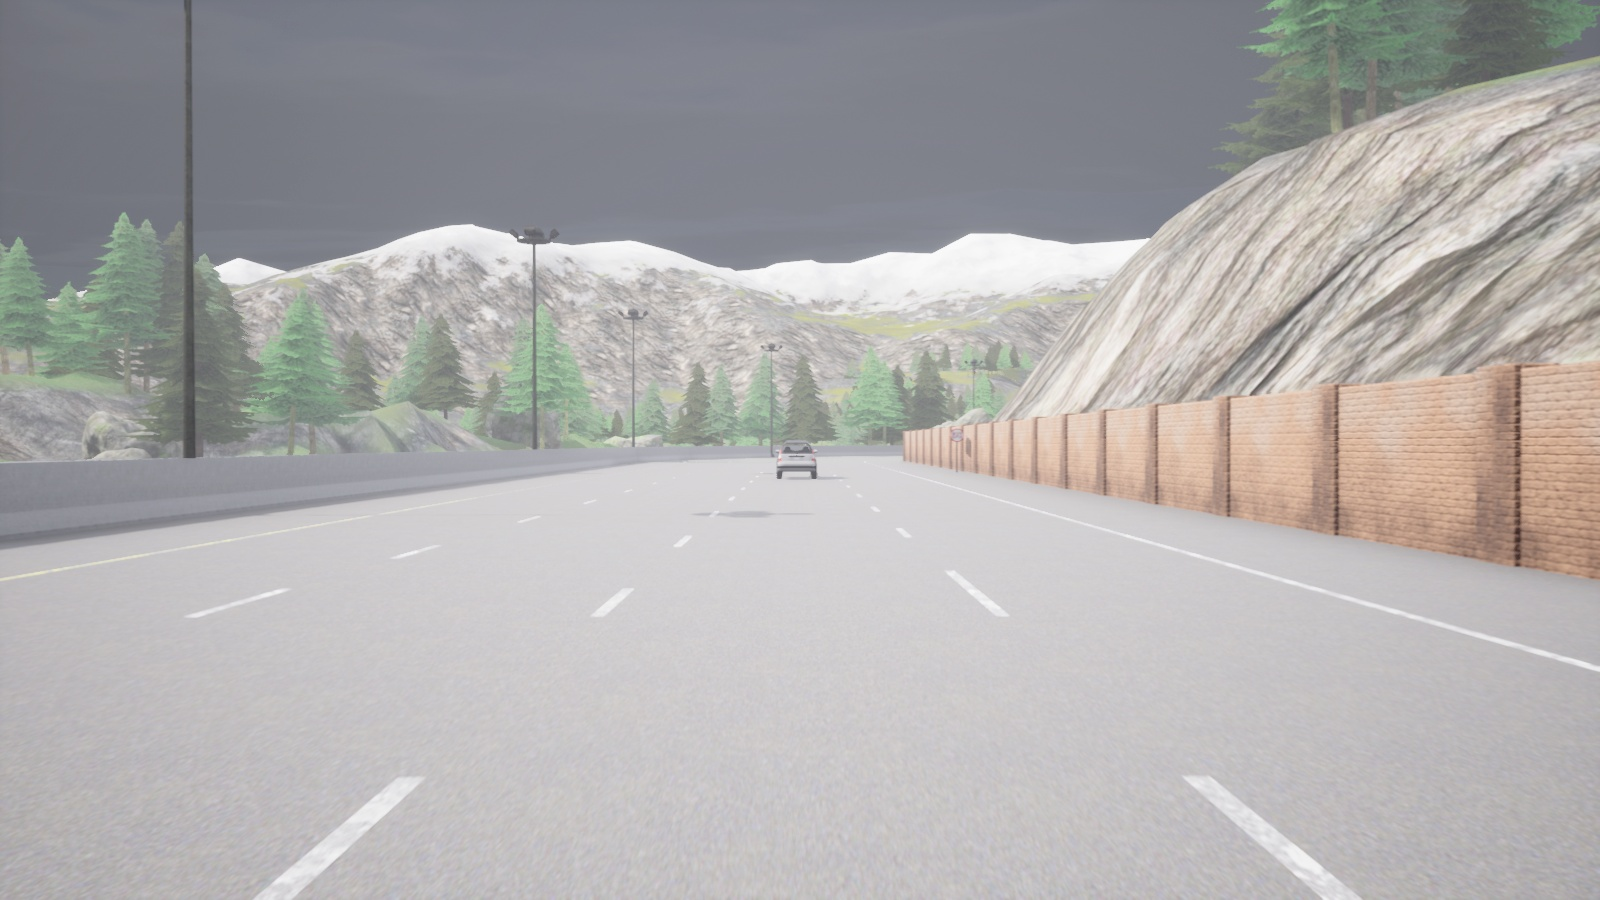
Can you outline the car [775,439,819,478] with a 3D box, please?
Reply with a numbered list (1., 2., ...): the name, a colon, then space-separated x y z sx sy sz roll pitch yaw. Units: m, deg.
1. car: -0.135 0.338 54.303 1.851 1.617 3.988 0 0 0
